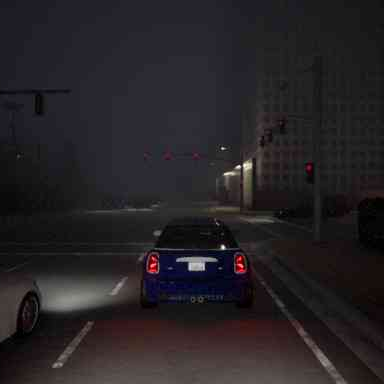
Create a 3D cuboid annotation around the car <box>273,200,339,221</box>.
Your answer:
[{"bbox_3d":[8.976,1.579,26.930,4.674,1.442,1.812,0,0,0],"label":"car"}]

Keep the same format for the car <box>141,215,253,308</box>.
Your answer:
[{"bbox_3d":[0.102,1.351,8.069,2.097,1.767,4.553,0,0,0],"label":"car"}]

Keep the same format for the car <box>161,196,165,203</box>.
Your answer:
[{"bbox_3d":[-6.829,1.547,70.959,1.994,1.385,4.181,0,0,0],"label":"car"}]

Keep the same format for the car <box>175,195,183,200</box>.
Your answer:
[{"bbox_3d":[-3.298,1.417,83.794,1.895,1.301,4.718,0,0,0],"label":"car"}]

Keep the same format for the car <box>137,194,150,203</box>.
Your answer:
[{"bbox_3d":[-10.329,1.350,70.825,2.097,1.767,4.553,0,0,0],"label":"car"}]

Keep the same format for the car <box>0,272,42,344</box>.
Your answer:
[{"bbox_3d":[-3.430,1.525,3.640,1.812,1.442,4.674,0,0,1],"label":"car"}]

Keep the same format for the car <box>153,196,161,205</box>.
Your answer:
[{"bbox_3d":[-6.935,1.500,57.460,1.837,1.490,4.892,0,0,0],"label":"car"}]

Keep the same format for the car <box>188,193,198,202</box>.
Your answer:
[{"bbox_3d":[0.176,1.525,73.123,2.033,1.411,5.357,0,0,0],"label":"car"}]

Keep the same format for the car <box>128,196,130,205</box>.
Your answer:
[{"bbox_3d":[-10.444,1.474,55.999,1.882,1.535,5.008,0,1,0],"label":"car"}]

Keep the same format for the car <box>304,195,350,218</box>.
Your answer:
[{"bbox_3d":[11.454,1.275,30.445,5.566,2.045,2.150,0,0,0],"label":"car"}]

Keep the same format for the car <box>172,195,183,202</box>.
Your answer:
[{"bbox_3d":[-3.323,1.464,73.542,1.882,1.535,5.008,0,0,0],"label":"car"}]

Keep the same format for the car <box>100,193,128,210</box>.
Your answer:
[{"bbox_3d":[-10.484,1.219,44.114,2.150,2.045,5.566,0,0,0],"label":"car"}]

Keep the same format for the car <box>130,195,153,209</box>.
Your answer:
[{"bbox_3d":[-6.973,1.522,46.345,1.812,1.442,4.674,0,0,0],"label":"car"}]
